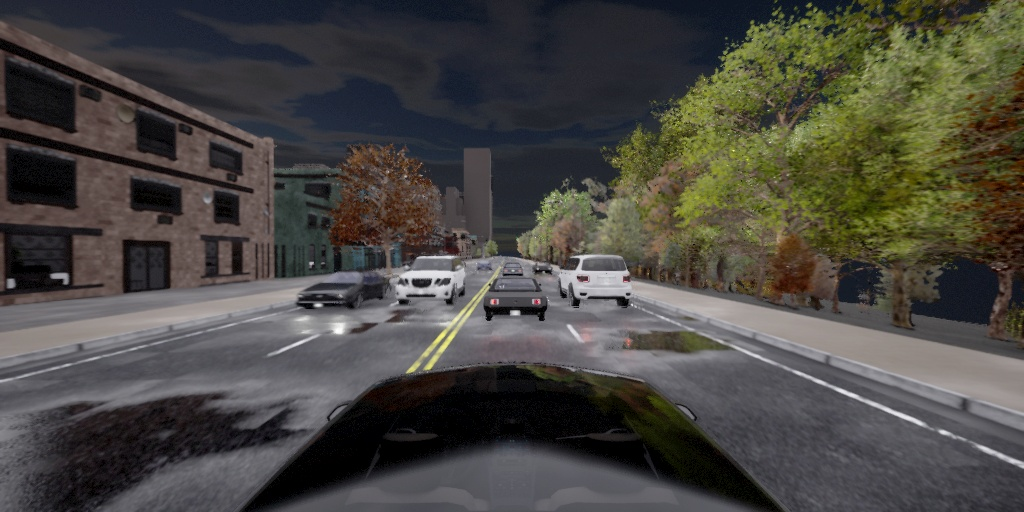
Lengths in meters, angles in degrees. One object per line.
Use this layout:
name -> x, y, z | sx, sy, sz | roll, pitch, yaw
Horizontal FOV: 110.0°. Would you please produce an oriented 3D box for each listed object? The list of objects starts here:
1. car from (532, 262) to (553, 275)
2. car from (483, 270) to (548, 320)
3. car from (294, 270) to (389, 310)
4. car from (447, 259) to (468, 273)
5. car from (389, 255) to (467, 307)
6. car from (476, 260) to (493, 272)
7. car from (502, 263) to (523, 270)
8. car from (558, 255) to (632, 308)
car -> 3.210, 1.345, 38.965 | 1.895, 1.301, 4.718 | 0, 0, -1
car -> 0.100, 1.349, 12.550 | 1.895, 1.301, 4.718 | 0, 0, 0
car -> -6.598, 1.296, 14.878 | 2.033, 1.411, 5.357 | 0, 0, 0
car -> -6.840, 1.224, 45.344 | 1.882, 1.535, 5.008 | 0, 0, -1
car -> -3.349, 0.970, 15.934 | 2.150, 2.045, 5.566 | 0, 0, 0
car -> -3.624, 1.271, 47.615 | 1.812, 1.442, 4.674 | 0, 0, -1
car -> 0.052, 1.293, 32.449 | 2.033, 1.411, 5.357 | 0, 0, -1
car -> 3.351, 0.969, 15.385 | 2.150, 2.045, 5.566 | 0, 0, 0
